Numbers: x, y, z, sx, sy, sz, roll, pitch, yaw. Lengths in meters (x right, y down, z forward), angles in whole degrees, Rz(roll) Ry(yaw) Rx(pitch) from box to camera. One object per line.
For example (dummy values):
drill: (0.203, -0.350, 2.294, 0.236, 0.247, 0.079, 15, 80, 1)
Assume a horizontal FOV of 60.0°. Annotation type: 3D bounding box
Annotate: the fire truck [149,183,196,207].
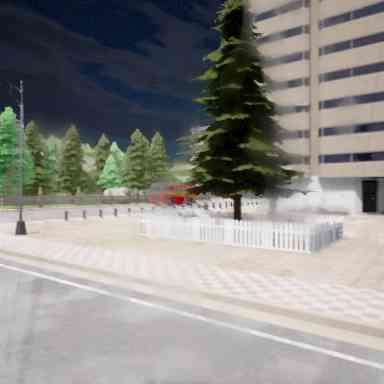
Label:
fire truck: (-2.872, 0.294, 52.245, 2.891, 3.827, 8.468, 0, 0, 36)
